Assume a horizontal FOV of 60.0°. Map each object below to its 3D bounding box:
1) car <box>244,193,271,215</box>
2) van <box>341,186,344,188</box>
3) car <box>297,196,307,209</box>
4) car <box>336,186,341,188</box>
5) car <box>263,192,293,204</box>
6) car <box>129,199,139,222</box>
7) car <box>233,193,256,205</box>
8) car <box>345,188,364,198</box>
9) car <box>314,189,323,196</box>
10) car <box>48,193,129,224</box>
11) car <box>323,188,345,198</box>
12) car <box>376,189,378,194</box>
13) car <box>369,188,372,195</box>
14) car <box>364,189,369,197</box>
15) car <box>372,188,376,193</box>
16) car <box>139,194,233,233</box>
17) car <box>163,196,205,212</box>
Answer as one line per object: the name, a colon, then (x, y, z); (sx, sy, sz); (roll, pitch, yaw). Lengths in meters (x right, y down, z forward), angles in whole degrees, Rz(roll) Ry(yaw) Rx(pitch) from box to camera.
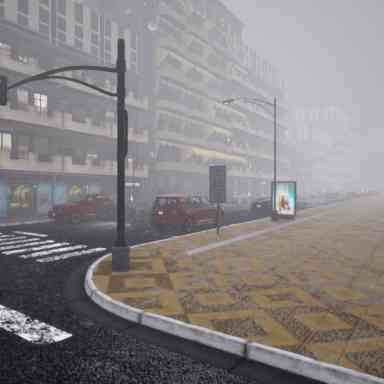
car: (6.242, 1.069, 26.794); (1.947, 1.339, 4.313); (1, 2, 35)
van: (37.479, -0.446, 86.076); (1.690, 1.788, 3.998); (2, 2, 35)
car: (9.421, 0.965, 31.340); (1.947, 1.339, 4.313); (1, 2, 35)
car: (34.300, -0.240, 81.534); (1.967, 1.590, 4.097); (2, 2, 35)
car: (11.612, 0.705, 44.523); (2.033, 1.411, 5.357); (0, 1, 36)
car: (-3.245, 1.193, 23.357); (2.033, 1.411, 5.357); (0, 1, 35)
car: (5.695, 0.829, 40.634); (2.008, 1.369, 4.403); (2, 2, 35)
car: (28.495, 0.308, 58.615); (1.887, 1.381, 4.507); (1, 2, 35)
car: (27.943, -0.025, 72.444); (1.967, 1.590, 4.097); (2, 2, 35)
car: (-7.017, 1.010, 22.448); (2.192, 1.841, 5.009); (1, 2, 35)
car: (24.644, 0.380, 57.655); (1.994, 1.385, 4.181); (0, 1, 35)
car: (44.389, -0.221, 81.344); (2.008, 1.369, 4.403); (1, 2, 35)
car: (34.853, 0.095, 67.706); (1.887, 1.381, 4.507); (1, 2, 35)
car: (31.674, 0.098, 63.157); (1.967, 1.590, 4.097); (1, 2, 35)
car: (38.032, -0.012, 72.252); (1.887, 1.381, 4.507); (1, 2, 35)
car: (-0.115, 1.026, 17.696); (2.192, 1.841, 5.009); (1, 2, 35)
car: (-0.662, 1.069, 31.545); (1.802, 1.307, 4.206); (2, 2, 35)
